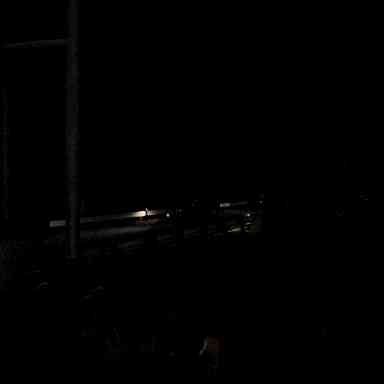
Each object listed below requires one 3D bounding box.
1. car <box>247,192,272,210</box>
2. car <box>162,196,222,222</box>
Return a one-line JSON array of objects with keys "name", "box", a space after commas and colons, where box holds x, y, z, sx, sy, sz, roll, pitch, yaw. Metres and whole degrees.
[{"name": "car", "box": [6.951, 0.779, 30.655, 1.882, 1.535, 5.008, 0, 1, 42]}, {"name": "car", "box": [0.074, 1.091, 22.957, 2.128, 1.511, 4.902, 0, 3, 41]}]
